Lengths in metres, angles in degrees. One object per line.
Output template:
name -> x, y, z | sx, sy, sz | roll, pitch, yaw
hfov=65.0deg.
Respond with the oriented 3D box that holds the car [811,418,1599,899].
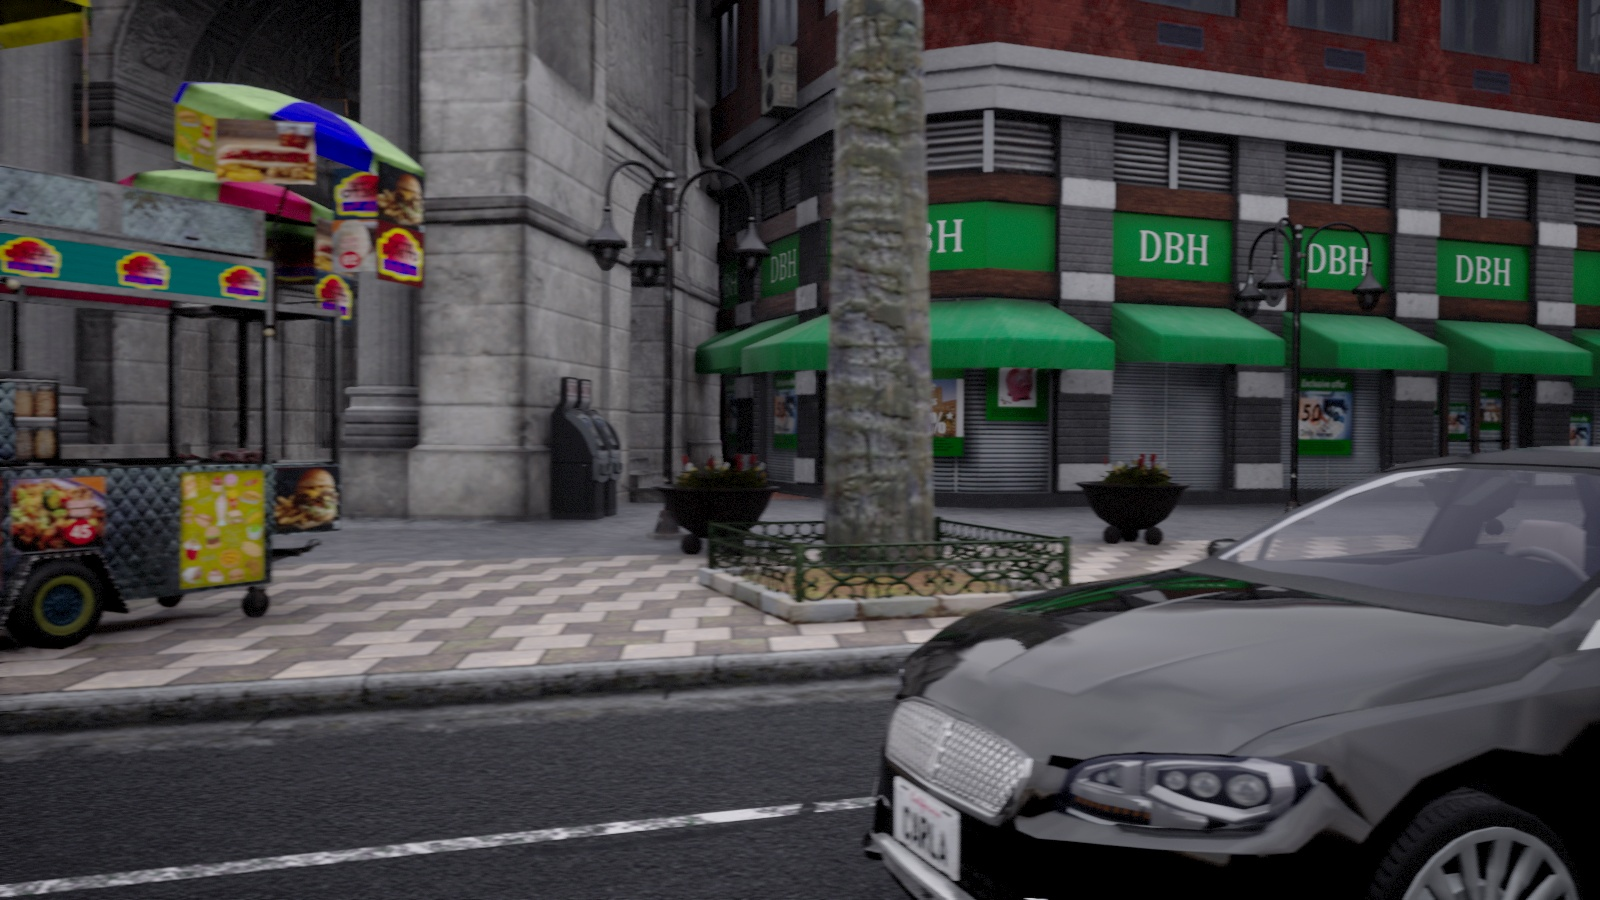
car -> 2.716, 0.648, 4.237 | 4.902, 1.511, 2.128 | -1, 1, -21
